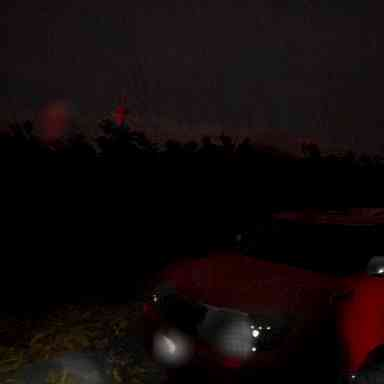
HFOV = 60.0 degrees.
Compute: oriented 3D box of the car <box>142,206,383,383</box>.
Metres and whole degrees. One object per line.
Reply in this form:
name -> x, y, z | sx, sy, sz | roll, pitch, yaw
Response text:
car -> 2.061, 1.265, 4.951 | 5.566, 2.045, 2.150 | 1, -1, -35
